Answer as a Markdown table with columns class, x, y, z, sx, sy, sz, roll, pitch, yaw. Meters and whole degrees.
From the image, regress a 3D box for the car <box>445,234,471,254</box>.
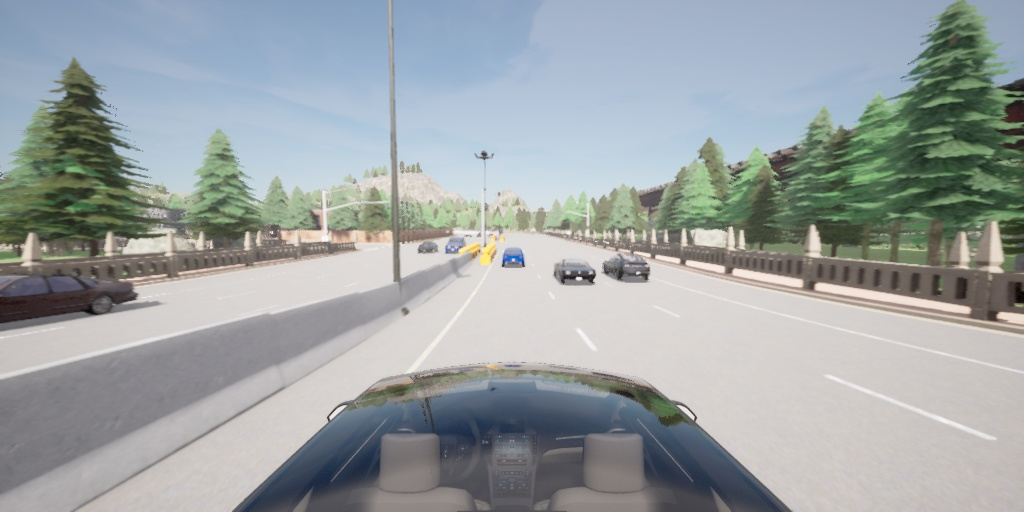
| class | x | y | z | sx | sy | sz | roll | pitch | yaw |
| --- | --- | --- | --- | --- | --- | --- | --- | --- | --- |
| car | -6.905 | -1.307 | 44.729 | 2.150 | 2.045 | 5.566 | 0 | 5 | 0 |

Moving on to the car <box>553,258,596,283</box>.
| class | x | y | z | sx | sy | sz | roll | pitch | yaw |
| --- | --- | --- | --- | --- | --- | --- | --- | --- | --- |
| car | 3.603 | 0.790 | 21.458 | 1.895 | 1.301 | 4.718 | 0 | 4 | 0 |

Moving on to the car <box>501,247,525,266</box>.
| class | x | y | z | sx | sy | sz | roll | pitch | yaw |
| --- | --- | --- | --- | --- | --- | --- | --- | --- | --- |
| car | 0.124 | -0.043 | 30.740 | 1.882 | 1.535 | 5.008 | 0 | 5 | 0 |

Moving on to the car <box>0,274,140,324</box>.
| class | x | y | z | sx | sy | sz | roll | pitch | yaw |
| --- | --- | --- | --- | --- | --- | --- | --- | --- | --- |
| car | -14.098 | 1.236 | 10.220 | 2.033 | 1.411 | 5.357 | 0 | 1 | 0 |

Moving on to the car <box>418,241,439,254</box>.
| class | x | y | z | sx | sy | sz | roll | pitch | yaw |
| --- | --- | --- | --- | --- | --- | --- | --- | --- | --- |
| car | -10.405 | -1.068 | 44.798 | 1.837 | 1.490 | 4.892 | 0 | 5 | 0 |

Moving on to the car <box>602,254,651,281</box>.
| class | x | y | z | sx | sy | sz | roll | pitch | yaw |
| --- | --- | --- | --- | --- | --- | --- | --- | --- | --- |
| car | 7.104 | 0.600 | 22.623 | 2.128 | 1.511 | 4.902 | 0 | 4 | 0 |
